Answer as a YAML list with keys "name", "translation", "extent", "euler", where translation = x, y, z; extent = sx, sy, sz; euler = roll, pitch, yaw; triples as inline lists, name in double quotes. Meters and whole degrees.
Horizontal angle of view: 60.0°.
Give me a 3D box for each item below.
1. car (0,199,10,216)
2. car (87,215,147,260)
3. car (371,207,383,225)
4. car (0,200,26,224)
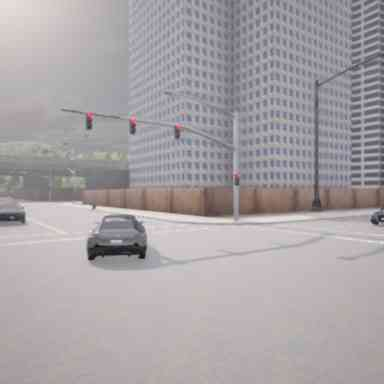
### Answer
- name: "car"
  translation: [-19.286, 1.472, 32.840]
  extent: [1.882, 1.535, 5.008]
  euler: [0, 0, -34]
- name: "car"
  translation: [-2.767, 1.555, 12.603]
  extent: [1.994, 1.385, 4.181]
  euler: [0, 0, -10]
- name: "car"
  translation: [13.816, 1.517, 22.246]
  extent: [4.181, 1.385, 1.994]
  euler: [0, 0, -34]
- name: "car"
  translation: [-13.522, 1.472, 24.453]
  extent: [1.882, 1.535, 5.008]
  euler: [0, 0, -35]
